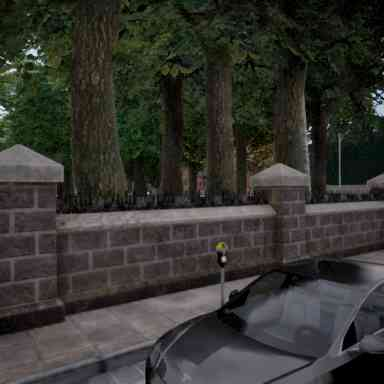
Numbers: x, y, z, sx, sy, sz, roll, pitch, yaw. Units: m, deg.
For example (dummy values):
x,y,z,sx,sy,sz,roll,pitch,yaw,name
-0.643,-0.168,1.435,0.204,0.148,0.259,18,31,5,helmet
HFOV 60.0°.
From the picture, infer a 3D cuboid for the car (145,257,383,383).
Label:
x,y,z,sx,sy,sz,roll,pitch,yaw,name
1.558,1.565,3.930,4.313,1.339,1.947,0,-1,-36,car
